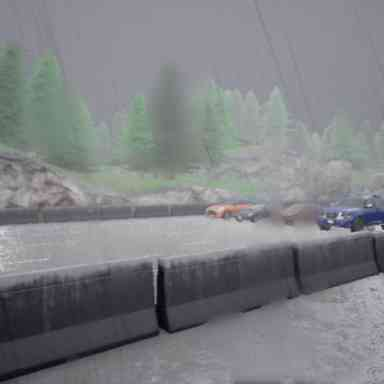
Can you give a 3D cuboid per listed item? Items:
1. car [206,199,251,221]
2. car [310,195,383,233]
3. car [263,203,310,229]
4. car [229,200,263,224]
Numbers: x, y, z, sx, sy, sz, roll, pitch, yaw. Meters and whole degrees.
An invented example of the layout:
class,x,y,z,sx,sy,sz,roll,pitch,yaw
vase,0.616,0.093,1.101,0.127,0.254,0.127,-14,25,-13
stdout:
class,x,y,z,sx,sy,sz,roll,pitch,yaw
car,3.344,1.365,27.862,4.553,1.767,2.097,0,0,-35
car,9.701,1.232,19.502,5.566,2.045,2.150,0,0,-35
car,7.353,1.490,22.124,5.008,1.535,1.882,0,0,-35
car,5.296,1.538,24.957,4.674,1.442,1.812,0,0,-35
